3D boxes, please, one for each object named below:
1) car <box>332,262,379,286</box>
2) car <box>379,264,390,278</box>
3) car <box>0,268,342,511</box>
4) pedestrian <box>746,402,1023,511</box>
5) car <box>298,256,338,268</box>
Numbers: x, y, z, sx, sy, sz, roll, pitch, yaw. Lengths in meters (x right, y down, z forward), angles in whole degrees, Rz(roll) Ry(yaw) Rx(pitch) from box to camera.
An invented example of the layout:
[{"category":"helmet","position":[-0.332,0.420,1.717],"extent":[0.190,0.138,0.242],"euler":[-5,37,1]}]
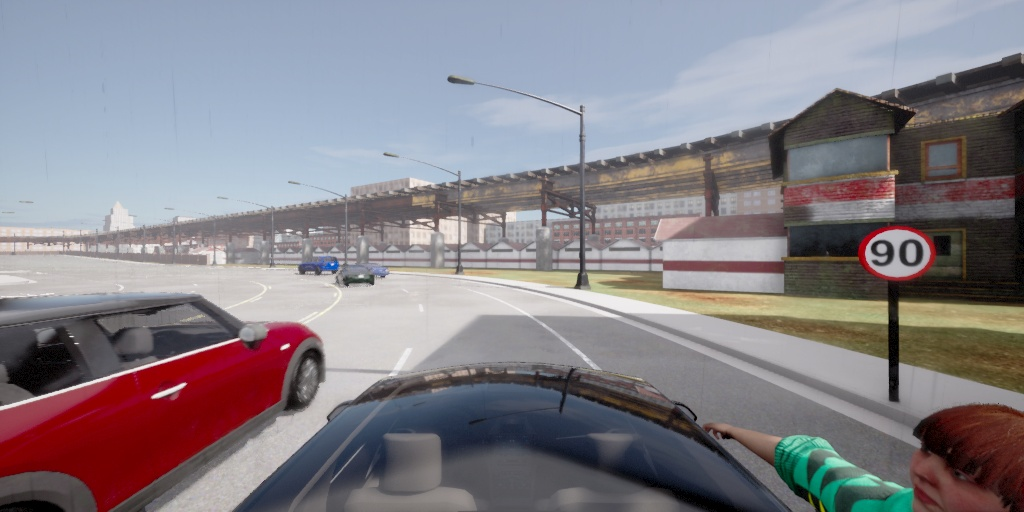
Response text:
[{"category":"car","position":[-11.245,1.348,25.590],"extent":[1.994,1.385,4.181],"euler":[0,0,-35]},{"category":"car","position":[-13.440,1.342,33.537],"extent":[5.357,1.411,2.033],"euler":[0,0,44]},{"category":"car","position":[-3.645,1.106,3.253],"extent":[2.097,1.767,4.553],"euler":[0,0,-2]},{"category":"pedestrian","position":[1.060,1.128,0.594],"extent":[0.375,1.860,0.375],"euler":[-24,0,1]},{"category":"car","position":[-21.488,1.031,39.939],"extent":[5.566,2.045,2.150],"euler":[0,0,34]}]
